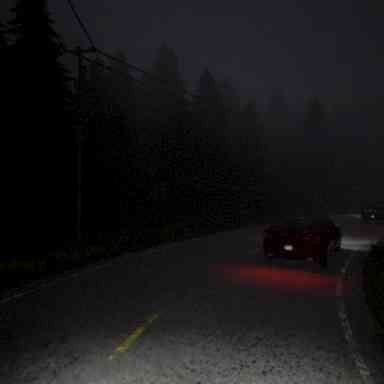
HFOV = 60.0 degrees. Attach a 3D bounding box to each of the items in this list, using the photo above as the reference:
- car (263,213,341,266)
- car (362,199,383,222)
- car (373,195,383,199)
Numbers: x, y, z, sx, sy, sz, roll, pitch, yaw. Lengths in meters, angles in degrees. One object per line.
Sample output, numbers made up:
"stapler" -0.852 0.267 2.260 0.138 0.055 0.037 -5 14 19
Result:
"car" 4.044 1.483 11.805 1.882 1.535 5.008 1 0 30
"car" 14.667 1.558 25.638 2.128 1.511 4.902 1 0 44
"car" 20.669 1.316 35.650 5.566 2.045 2.150 0 0 -38
